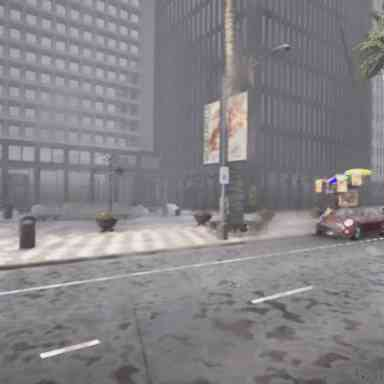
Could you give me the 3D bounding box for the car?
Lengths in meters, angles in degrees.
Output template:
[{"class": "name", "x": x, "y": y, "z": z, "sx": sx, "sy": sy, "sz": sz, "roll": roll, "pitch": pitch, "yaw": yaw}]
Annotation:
[{"class": "car", "x": 8.893, "y": 1.556, "z": 18.419, "sx": 4.553, "sy": 1.767, "sz": 2.185, "roll": 1, "pitch": 0, "yaw": -36}]
